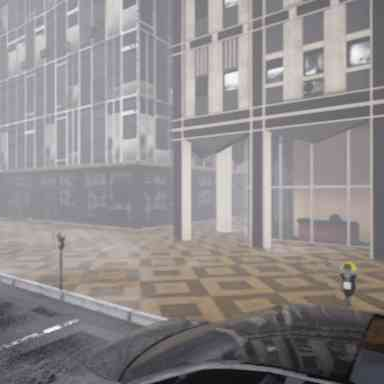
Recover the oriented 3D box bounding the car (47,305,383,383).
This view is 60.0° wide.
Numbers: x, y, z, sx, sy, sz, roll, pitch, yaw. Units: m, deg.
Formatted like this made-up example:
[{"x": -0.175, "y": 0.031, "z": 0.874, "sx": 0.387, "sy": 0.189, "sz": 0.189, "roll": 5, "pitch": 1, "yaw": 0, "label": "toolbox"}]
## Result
[{"x": 0.731, "y": 1.570, "z": 2.349, "sx": 4.313, "sy": 1.339, "sz": 1.947, "roll": 0, "pitch": 0, "yaw": 35, "label": "car"}]
